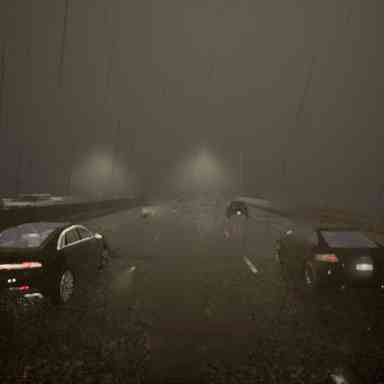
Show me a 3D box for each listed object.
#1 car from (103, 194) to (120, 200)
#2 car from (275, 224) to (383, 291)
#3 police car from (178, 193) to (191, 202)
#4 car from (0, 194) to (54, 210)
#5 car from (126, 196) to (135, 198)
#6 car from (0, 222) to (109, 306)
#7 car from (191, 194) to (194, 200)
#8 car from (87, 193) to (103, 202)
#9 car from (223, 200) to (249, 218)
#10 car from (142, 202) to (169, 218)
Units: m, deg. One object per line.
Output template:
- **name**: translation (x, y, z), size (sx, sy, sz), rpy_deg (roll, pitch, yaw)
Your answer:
- **car**: translation (-16.136, 1.430, 68.266), size (1.837, 1.490, 4.892), rpy_deg (0, 0, 2)
- **car**: translation (3.635, 1.544, 8.998), size (1.994, 1.385, 4.181), rpy_deg (0, 0, 0)
- **police car**: translation (-1.877, 1.449, 74.217), size (2.038, 1.542, 4.974), rpy_deg (0, 0, 2)
- **car**: translation (-13.846, 1.166, 28.526), size (2.150, 2.045, 5.566), rpy_deg (0, 0, 1)
- **car**: translation (-12.605, 1.469, 68.938), size (1.994, 1.385, 4.181), rpy_deg (0, 0, 2)
- **car**: translation (-3.371, 1.472, 7.983), size (2.128, 1.511, 4.902), rpy_deg (0, 0, 0)
- **car**: translation (-1.365, 1.176, 85.203), size (2.150, 2.045, 5.566), rpy_deg (0, 0, 3)
- **car**: translation (-19.633, 1.152, 68.390), size (2.150, 2.045, 5.566), rpy_deg (0, 0, 2)
- **car**: translation (3.874, 1.455, 29.595), size (1.837, 1.490, 4.892), rpy_deg (0, 0, 1)
- **car**: translation (-3.130, 1.549, 29.537), size (1.895, 1.301, 4.718), rpy_deg (0, 0, 1)
